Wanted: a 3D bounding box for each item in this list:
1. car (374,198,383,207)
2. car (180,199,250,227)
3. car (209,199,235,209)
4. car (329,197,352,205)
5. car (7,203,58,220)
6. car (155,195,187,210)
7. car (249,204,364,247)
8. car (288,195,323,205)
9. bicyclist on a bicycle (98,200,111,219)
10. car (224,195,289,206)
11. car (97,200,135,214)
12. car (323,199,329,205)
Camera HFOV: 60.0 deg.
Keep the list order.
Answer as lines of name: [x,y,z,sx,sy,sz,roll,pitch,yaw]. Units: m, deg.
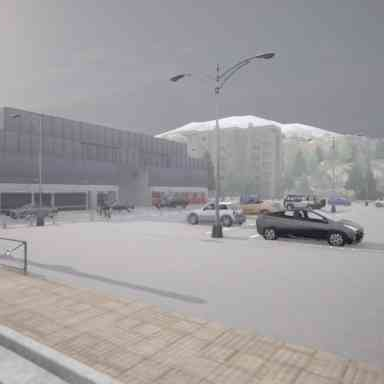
car: [28.925,1.576,48.718,3.806,1.475,1.970,0,0,35]
car: [1.518,1.424,21.918,3.806,1.475,1.970,0,0,35]
car: [4.647,1.777,51.173,1.895,1.301,4.718,0,0,35]
car: [24.601,1.565,55.445,3.633,1.501,1.845,0,0,35]
car: [-14.562,1.740,30.518,1.994,1.385,4.181,0,0,35]
car: [-2.776,1.398,47.067,2.150,2.045,5.566,0,0,36]
car: [5.143,1.490,14.850,4.514,1.523,2.007,0,0,35]
car: [12.380,1.268,37.767,3.866,1.878,1.905,0,0,35]
bicyclist on a bicycle: [-7.316,1.477,27.796,1.656,1.620,0.582,0,0,35]
car: [4.971,1.345,27.337,5.027,1.636,2.152,0,0,35]
car: [-8.805,1.668,38.616,2.128,1.511,4.902,0,0,35]
car: [13.727,1.289,40.375,4.605,1.855,1.932,0,0,35]
